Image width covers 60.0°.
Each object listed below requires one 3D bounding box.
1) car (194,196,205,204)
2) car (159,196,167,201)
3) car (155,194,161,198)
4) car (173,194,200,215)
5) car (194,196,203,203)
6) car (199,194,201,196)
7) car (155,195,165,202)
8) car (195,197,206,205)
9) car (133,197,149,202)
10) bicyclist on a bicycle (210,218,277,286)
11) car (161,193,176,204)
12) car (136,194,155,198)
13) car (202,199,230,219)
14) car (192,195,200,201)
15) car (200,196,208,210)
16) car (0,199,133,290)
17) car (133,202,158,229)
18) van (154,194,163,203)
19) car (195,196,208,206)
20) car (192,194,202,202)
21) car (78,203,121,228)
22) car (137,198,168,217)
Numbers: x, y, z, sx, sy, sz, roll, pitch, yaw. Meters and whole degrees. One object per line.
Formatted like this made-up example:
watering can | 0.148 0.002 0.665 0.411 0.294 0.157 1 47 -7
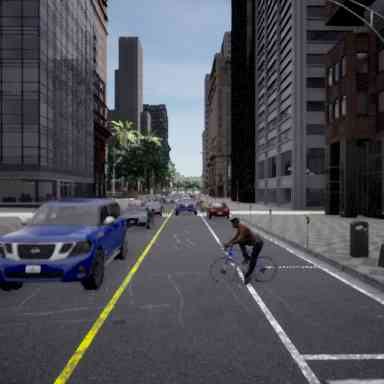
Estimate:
car | 1.398 1.570 66.665 2.008 1.369 4.403 0 0 -1
car | -7.578 1.615 88.202 1.802 1.307 4.206 0 0 -1
car | -6.901 1.325 55.652 2.192 1.841 5.009 0 0 -1
car | -0.590 1.351 34.389 2.097 1.767 4.553 0 0 -1
car | 1.281 1.549 72.259 1.752 1.417 4.829 0 0 -1
car | 1.736 1.447 50.394 1.967 1.590 4.097 0 0 -1
car | -7.352 1.467 77.351 1.967 1.590 4.097 0 0 -1
car | 1.510 1.559 61.241 1.887 1.381 4.507 0 0 -1
car | -6.561 1.583 39.377 1.802 1.307 4.206 0 0 -1
bicyclist on a bicycle | 1.238 1.448 8.132 1.656 1.620 0.582 -2 0 -1
car | -4.335 1.507 62.615 2.128 1.511 4.902 0 0 -1
car | -6.675 1.318 44.802 2.192 1.841 5.009 0 0 -1
car | 2.189 1.543 28.698 1.887 1.381 4.507 0 0 -1
car | 0.946 1.599 88.361 1.947 1.339 4.313 0 0 -1
car | 1.959 1.527 39.716 1.752 1.417 4.829 0 0 -1
car | -3.269 1.223 9.478 2.150 2.045 5.566 0 0 -1
car | -3.510 1.562 21.247 1.994 1.385 4.181 0 0 -1
van | -7.240 1.364 71.926 1.690 1.788 3.998 0 0 -1
car | 1.623 1.450 55.818 1.967 1.590 4.097 0 0 -1
car | 1.171 1.342 77.513 2.192 1.841 5.009 0 0 -1
car | -6.218 1.523 22.933 1.752 1.417 4.829 0 0 -1
car | -3.685 1.563 31.475 1.994 1.385 4.181 0 0 -1
